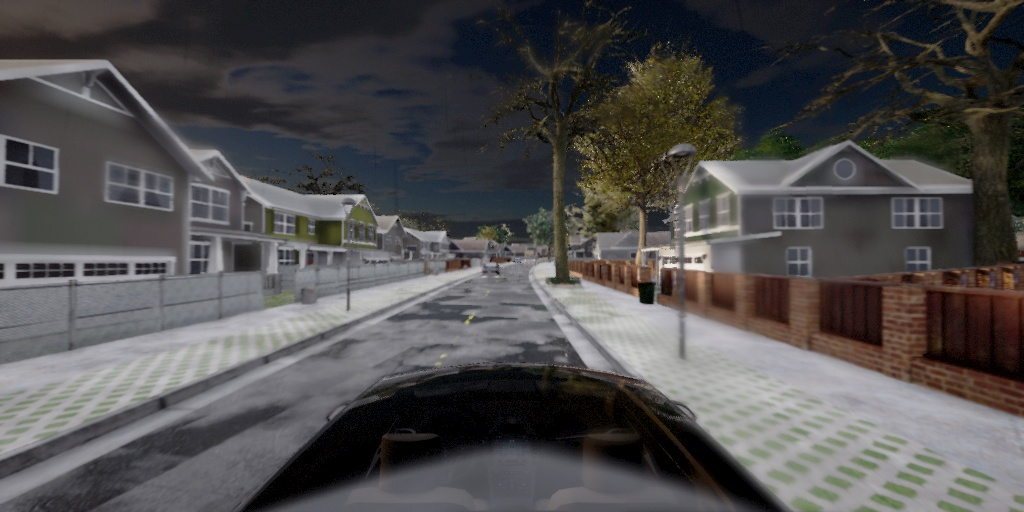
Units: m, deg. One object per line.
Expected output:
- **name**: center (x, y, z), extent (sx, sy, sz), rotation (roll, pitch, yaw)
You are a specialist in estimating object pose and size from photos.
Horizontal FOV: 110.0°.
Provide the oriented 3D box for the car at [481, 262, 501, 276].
- **car**: center (-2.303, 1.415, 40.653), extent (1.812, 1.442, 4.674), rotation (0, 0, 3)
